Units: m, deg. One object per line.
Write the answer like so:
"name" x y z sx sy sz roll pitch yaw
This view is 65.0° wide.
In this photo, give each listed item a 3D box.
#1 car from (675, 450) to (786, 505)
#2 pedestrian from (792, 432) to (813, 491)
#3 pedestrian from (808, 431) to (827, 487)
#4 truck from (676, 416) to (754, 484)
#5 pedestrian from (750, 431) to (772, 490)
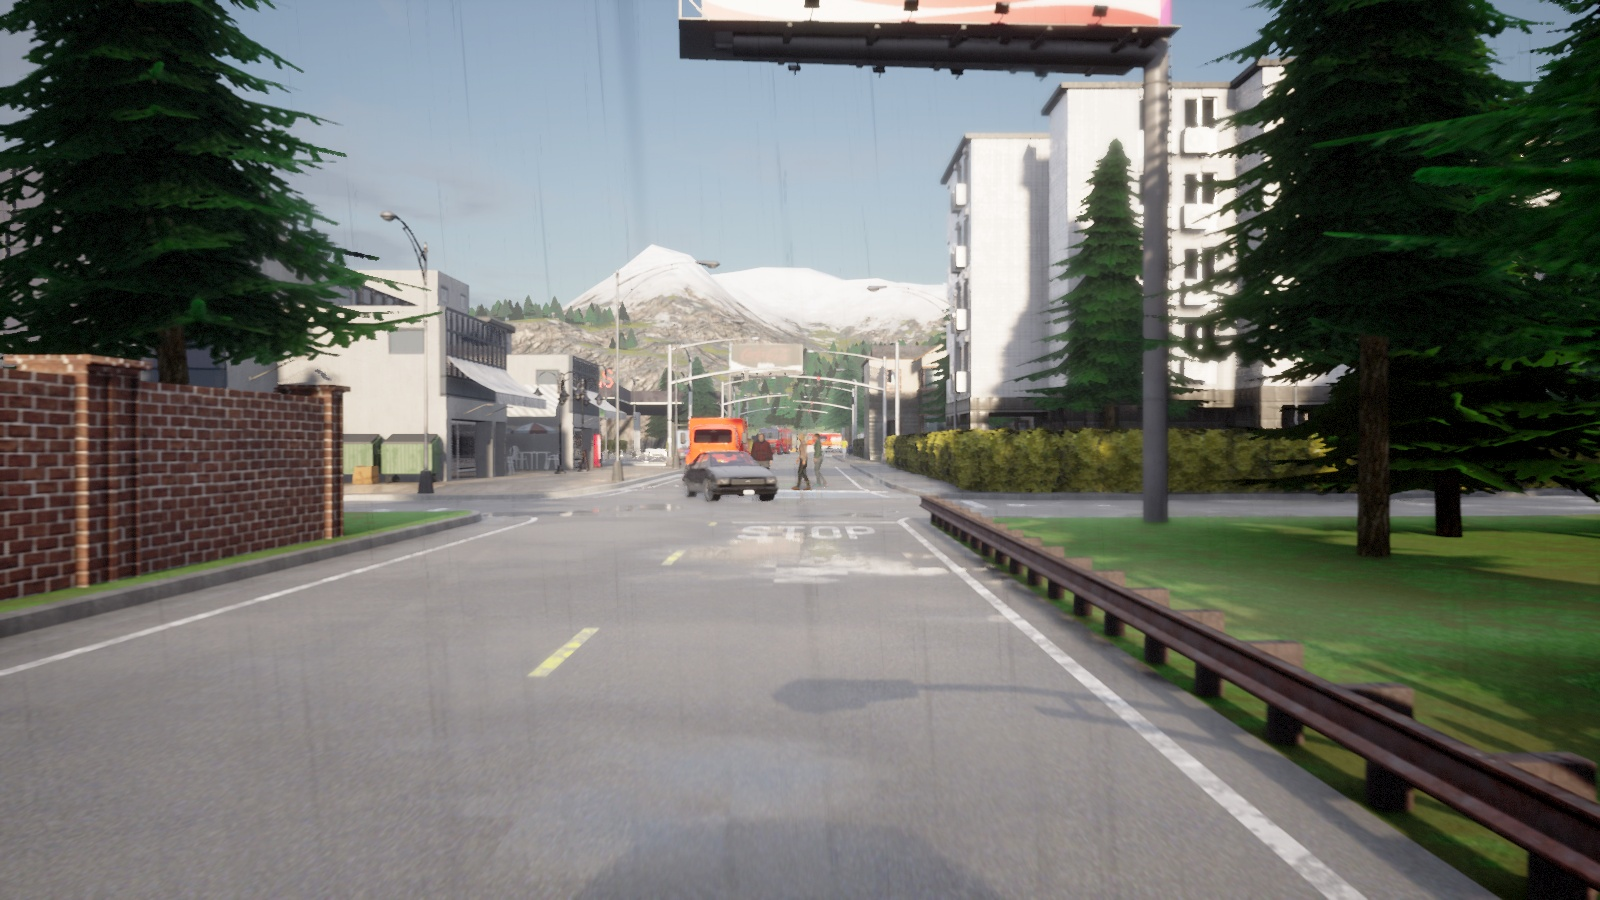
"car" -2.126 0.739 36.575 2.033 1.411 5.357 0 0 -17
"pedestrian" 0.081 0.358 39.226 0.634 1.846 0.331 0 0 5
"pedestrian" 0.566 0.310 41.580 0.614 1.847 0.353 0 0 -2
"truck" -3.207 -0.019 48.601 2.627 2.467 5.204 0 0 0
"pedestrian" -1.233 0.330 39.709 0.634 1.844 0.899 0 0 2
